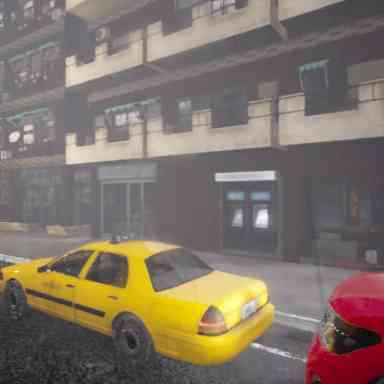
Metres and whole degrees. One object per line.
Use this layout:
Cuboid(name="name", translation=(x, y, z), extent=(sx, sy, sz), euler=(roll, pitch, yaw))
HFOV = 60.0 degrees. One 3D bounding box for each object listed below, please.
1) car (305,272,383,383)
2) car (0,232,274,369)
Cuboid(name="car", translation=(3.697, 1.223, 2.136), extent=(5.566, 2.045, 2.150), euler=(0, 0, 36))
Cuboid(name="car", translation=(-1.372, 1.476, 5.727), extent=(5.366, 1.575, 1.801), euler=(0, 0, 35))
